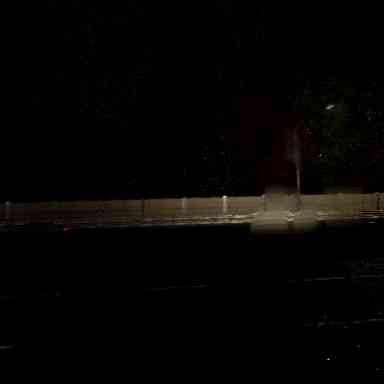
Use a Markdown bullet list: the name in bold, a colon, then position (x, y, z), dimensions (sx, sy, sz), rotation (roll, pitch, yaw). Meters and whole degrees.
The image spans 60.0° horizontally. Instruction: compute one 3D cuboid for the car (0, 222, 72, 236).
- **car**: position (-12.821, 3.195, 27.472), dimensions (5.357, 1.411, 2.033), rotation (-1, -3, -6)
